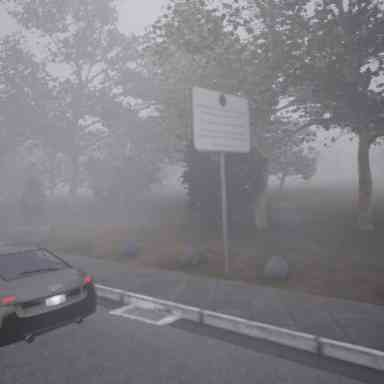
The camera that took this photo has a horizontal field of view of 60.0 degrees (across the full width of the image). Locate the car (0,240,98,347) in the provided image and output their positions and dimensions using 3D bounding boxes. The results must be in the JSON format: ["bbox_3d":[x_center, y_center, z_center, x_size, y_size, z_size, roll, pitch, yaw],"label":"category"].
[{"bbox_3d":[-3.690,1.620,6.185,4.181,1.385,1.994,-1,0,35],"label":"car"}]
